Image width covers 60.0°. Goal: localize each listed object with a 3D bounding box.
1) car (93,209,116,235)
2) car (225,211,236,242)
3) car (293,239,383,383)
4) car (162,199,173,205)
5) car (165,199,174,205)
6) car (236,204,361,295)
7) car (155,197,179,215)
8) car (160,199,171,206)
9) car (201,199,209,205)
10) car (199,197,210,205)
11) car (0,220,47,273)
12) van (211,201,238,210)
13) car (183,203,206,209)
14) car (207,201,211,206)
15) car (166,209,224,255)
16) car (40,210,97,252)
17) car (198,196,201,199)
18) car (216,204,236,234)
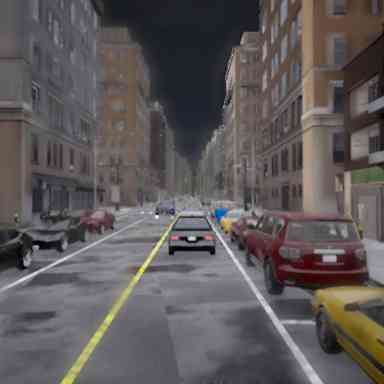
[{"bbox_3d":[-5.853,1.734,20.203,1.887,1.381,4.507,1,-1,0],"label":"car"},{"bbox_3d":[2.673,1.719,14.527,1.802,1.307,4.206,1,-1,0],"label":"car"},{"bbox_3d":[2.675,1.558,3.351,1.752,1.417,4.829,1,-1,0],"label":"car"},{"bbox_3d":[-5.473,2.256,74.842,1.947,1.339,4.313,1,-1,1],"label":"car"},{"bbox_3d":[-5.403,2.290,80.370,2.008,1.369,4.403,1,-1,1],"label":"car"},{"bbox_3d":[2.676,1.399,8.857,2.192,1.841,5.009,1,-1,0],"label":"car"},{"bbox_3d":[-3.007,1.710,38.667,2.097,1.767,4.553,0,0,0],"label":"car"},{"bbox_3d":[-5.543,2.222,69.313,1.802,1.307,4.206,1,-1,1],"label":"car"},{"bbox_3d":[3.122,2.288,80.269,2.008,1.369,4.403,1,-1,1],"label":"car"},{"bbox_3d":[2.982,2.204,69.209,1.947,1.339,4.313,1,-1,1],"label":"car"},{"bbox_3d":[-5.852,1.650,8.858,1.947,1.339,4.313,1,-1,0],"label":"car"},{"bbox_3d":[2.675,1.583,25.876,1.690,1.788,3.998,1,-1,0],"label":"van"},{"bbox_3d":[-0.001,1.873,29.106,1.895,1.301,4.718,0,0,0],"label":"car"},{"bbox_3d":[2.672,1.821,31.717,1.752,1.417,4.829,1,-1,0],"label":"car"},{"bbox_3d":[0.000,1.680,13.988,2.033,1.411,5.357,0,0,0],"label":"car"},{"bbox_3d":[-5.852,1.703,14.530,1.947,1.339,4.313,1,-1,0],"label":"car"},{"bbox_3d":[3.192,2.332,85.799,1.887,1.381,4.507,1,-1,1],"label":"car"},{"bbox_3d":[2.674,1.717,20.371,1.752,1.417,4.829,1,-1,0],"label":"car"}]
